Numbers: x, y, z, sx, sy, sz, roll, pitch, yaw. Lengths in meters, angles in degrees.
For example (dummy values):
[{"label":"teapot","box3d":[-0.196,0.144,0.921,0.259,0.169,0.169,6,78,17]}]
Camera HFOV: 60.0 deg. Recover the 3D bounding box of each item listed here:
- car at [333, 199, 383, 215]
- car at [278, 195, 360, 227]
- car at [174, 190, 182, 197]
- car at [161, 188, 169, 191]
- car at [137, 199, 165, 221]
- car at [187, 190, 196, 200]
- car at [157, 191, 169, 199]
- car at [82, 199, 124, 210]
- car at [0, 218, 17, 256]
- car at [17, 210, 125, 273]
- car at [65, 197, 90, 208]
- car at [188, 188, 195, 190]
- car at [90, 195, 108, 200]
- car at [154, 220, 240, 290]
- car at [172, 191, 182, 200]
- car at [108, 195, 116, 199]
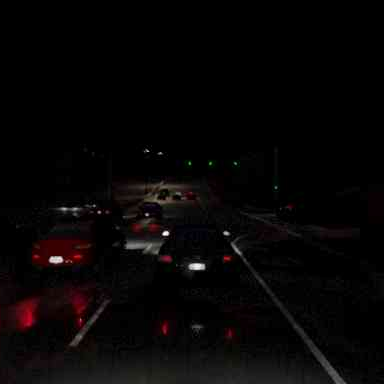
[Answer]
[{"label":"car","box3d":[17.014,1.507,33.170,5.008,1.535,1.882,0,0,0]},{"label":"car","box3d":[8.748,1.241,22.839,5.566,2.045,2.150,0,-1,-3]},{"label":"car","box3d":[-3.668,0.358,87.522,1.812,1.442,4.674,0,7,0]},{"label":"car","box3d":[-7.168,0.057,87.498,2.150,2.045,5.566,0,7,0]},{"label":"car","box3d":[-3.402,1.550,27.530,1.812,1.442,4.674,0,0,0]},{"label":"car","box3d":[-0.114,1.068,77.911,1.882,1.535,5.008,0,3,0]},{"label":"car","box3d":[-7.112,1.139,77.484,1.812,1.442,4.674,0,3,0]},{"label":"car","box3d":[-6.903,1.571,27.272,2.033,1.411,5.357,0,0,0]},{"label":"car","box3d":[-6.902,1.535,10.912,1.812,1.442,4.674,0,0,0]},{"label":"car","box3d":[-3.402,1.535,10.636,1.812,1.442,4.674,0,0,0]},{"label":"car","box3d":[-17.567,1.550,50.551,1.837,1.490,4.892,0,0,0]},{"label":"car","box3d":[-0.172,-0.017,88.275,2.150,2.045,5.566,0,7,0]},{"label":"car","box3d":[-17.519,1.601,60.452,2.033,1.411,5.357,0,0,0]},{"label":"car","box3d":[0.118,1.572,9.116,1.994,1.385,4.181,0,0,0]},{"label":"car","box3d":[-3.612,1.139,77.504,1.812,1.442,4.674,0,3,0]},{"label":"car","box3d":[-17.573,1.395,70.542,1.882,1.535,5.008,0,1,0]}]
